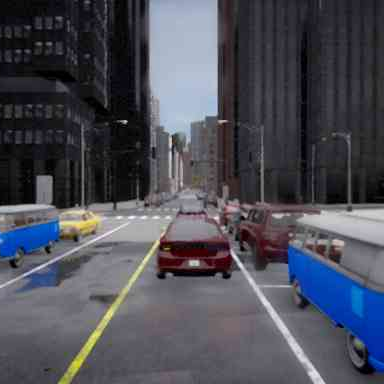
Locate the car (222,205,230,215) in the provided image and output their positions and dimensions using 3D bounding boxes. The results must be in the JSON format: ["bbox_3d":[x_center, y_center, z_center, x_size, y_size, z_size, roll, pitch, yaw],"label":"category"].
[{"bbox_3d":[2.738,1.537,16.389,2.008,1.369,4.403,0,0,0],"label":"car"}]

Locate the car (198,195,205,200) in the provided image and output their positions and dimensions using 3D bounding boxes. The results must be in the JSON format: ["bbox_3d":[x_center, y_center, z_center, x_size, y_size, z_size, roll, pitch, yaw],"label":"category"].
[{"bbox_3d":[2.614,1.592,94.106,1.947,1.339,4.313,0,0,0],"label":"car"}]

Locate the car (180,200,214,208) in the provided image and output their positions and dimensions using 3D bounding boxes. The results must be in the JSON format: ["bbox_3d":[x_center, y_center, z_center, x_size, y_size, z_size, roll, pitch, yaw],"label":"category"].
[{"bbox_3d":[-0.027,1.476,20.459,2.128,1.511,4.902,0,0,0],"label":"car"}]

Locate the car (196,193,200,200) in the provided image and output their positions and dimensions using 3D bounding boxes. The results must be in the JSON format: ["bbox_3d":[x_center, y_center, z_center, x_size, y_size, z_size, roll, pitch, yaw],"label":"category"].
[{"bbox_3d":[2.622,1.562,88.461,1.887,1.381,4.507,0,0,0],"label":"car"}]

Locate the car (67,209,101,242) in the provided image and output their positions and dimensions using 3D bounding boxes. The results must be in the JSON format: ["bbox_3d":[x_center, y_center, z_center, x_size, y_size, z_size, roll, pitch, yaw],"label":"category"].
[{"bbox_3d":[-5.789,1.513,16.217,1.752,1.417,4.829,0,0,0],"label":"car"}]

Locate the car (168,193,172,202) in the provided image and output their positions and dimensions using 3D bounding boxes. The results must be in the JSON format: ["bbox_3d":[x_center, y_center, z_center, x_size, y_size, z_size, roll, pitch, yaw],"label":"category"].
[{"bbox_3d":[-5.876,1.558,71.524,1.947,1.339,4.313,0,0,0],"label":"car"}]

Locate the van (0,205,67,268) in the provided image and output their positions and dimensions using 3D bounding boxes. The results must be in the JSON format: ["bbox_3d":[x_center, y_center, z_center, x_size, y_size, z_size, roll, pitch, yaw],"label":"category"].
[{"bbox_3d":[-5.783,1.332,10.862,1.690,1.788,3.998,0,0,0],"label":"van"}]

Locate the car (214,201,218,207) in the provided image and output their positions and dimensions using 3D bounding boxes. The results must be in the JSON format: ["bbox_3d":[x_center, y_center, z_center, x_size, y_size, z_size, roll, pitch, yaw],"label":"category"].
[{"bbox_3d":[2.728,1.528,21.914,1.887,1.381,4.507,0,0,0],"label":"car"}]

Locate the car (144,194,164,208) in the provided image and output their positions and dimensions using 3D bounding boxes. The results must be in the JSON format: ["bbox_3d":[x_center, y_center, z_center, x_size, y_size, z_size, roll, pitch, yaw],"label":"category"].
[{"bbox_3d":[-5.841,1.294,48.951,2.192,1.841,5.009,0,0,0],"label":"car"}]

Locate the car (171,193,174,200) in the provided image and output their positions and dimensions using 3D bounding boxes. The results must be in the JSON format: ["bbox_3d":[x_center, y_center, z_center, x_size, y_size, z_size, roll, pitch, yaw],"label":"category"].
[{"bbox_3d":[-5.885,1.524,76.997,1.752,1.417,4.829,0,0,0],"label":"car"}]

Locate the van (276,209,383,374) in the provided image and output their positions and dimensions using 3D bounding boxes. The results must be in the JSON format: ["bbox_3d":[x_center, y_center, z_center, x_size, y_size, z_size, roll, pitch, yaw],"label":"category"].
[{"bbox_3d":[2.757,1.336,5.337,1.690,1.788,3.998,0,0,0],"label":"van"}]

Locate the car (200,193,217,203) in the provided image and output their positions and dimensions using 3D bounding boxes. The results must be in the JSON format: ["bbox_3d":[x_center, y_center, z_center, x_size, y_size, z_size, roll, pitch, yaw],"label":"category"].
[{"bbox_3d":[2.684,1.293,48.955,2.192,1.841,5.009,0,0,0],"label":"car"}]

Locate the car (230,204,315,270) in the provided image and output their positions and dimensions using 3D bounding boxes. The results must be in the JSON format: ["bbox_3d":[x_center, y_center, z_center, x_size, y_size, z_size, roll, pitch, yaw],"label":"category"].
[{"bbox_3d":[2.747,1.305,10.863,2.192,1.841,5.009,0,0,0],"label":"car"}]

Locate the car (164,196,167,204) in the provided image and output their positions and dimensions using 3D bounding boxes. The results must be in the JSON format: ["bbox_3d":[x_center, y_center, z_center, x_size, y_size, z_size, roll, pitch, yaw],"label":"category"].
[{"bbox_3d":[-5.850,1.295,54.594,2.192,1.841,5.009,0,0,0],"label":"car"}]

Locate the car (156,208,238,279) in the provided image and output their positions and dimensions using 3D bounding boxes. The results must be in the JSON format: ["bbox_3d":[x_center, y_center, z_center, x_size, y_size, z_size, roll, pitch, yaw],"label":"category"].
[{"bbox_3d":[0.054,1.469,10.050,1.882,1.535,5.008,0,0,0],"label":"car"}]
